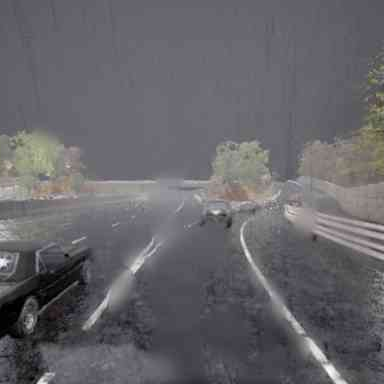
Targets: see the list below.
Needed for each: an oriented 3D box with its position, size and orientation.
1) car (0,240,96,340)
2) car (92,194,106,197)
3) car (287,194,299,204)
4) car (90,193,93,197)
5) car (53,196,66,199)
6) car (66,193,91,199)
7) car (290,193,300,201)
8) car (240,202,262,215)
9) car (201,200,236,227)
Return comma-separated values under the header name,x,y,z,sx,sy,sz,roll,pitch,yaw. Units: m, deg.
name,x,y,z,sx,sy,sz,roll,pitch,yaw
car,-3.403,1.598,6.491,1.895,1.301,4.718,0,0,0
car,-20.994,1.516,77.865,2.128,1.511,4.902,0,0,0
car,22.819,1.635,75.421,2.097,1.767,4.553,0,3,20
car,-24.494,1.217,77.756,2.150,2.045,5.566,0,0,0
car,-24.498,1.509,61.639,1.812,1.442,4.674,0,0,0
car,-21.005,1.487,61.741,2.128,1.511,4.902,0,0,0
car,26.328,1.200,84.931,2.128,1.511,4.902,0,4,19
car,7.226,1.914,40.435,2.128,1.511,4.902,0,-1,24
car,1.976,1.392,23.650,2.097,1.767,4.553,1,0,12
